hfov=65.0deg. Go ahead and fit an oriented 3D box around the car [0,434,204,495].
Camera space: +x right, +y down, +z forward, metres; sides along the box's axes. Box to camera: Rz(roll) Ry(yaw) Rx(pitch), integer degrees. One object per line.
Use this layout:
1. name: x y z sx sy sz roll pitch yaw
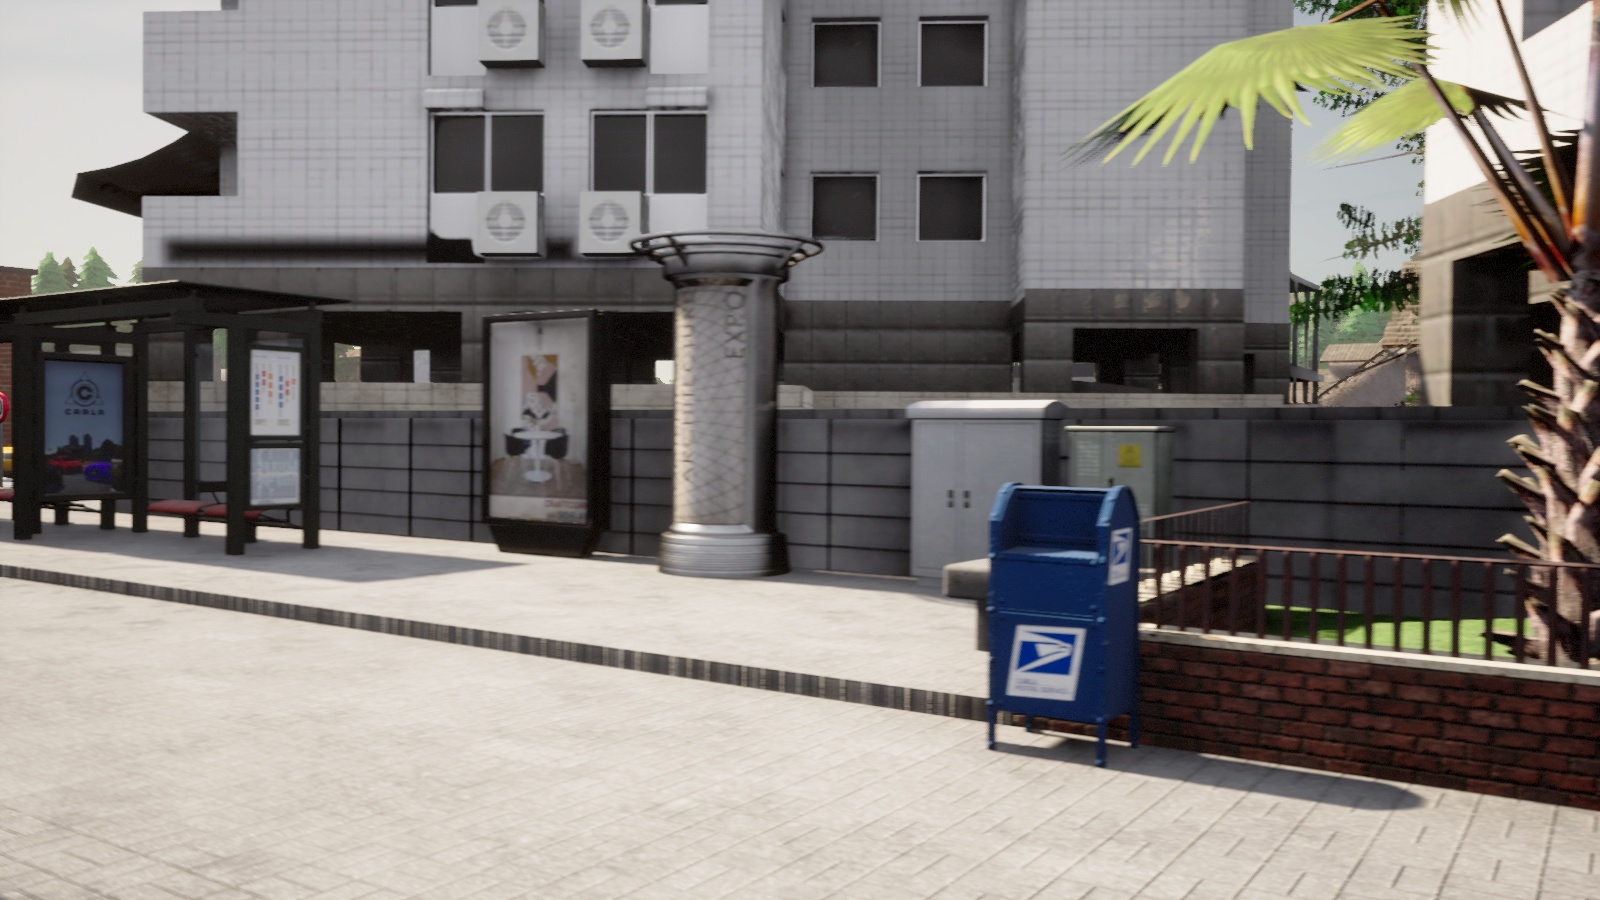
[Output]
1. car: -20.057 0.364 35.783 1.801 1.575 5.366 0 1 34
